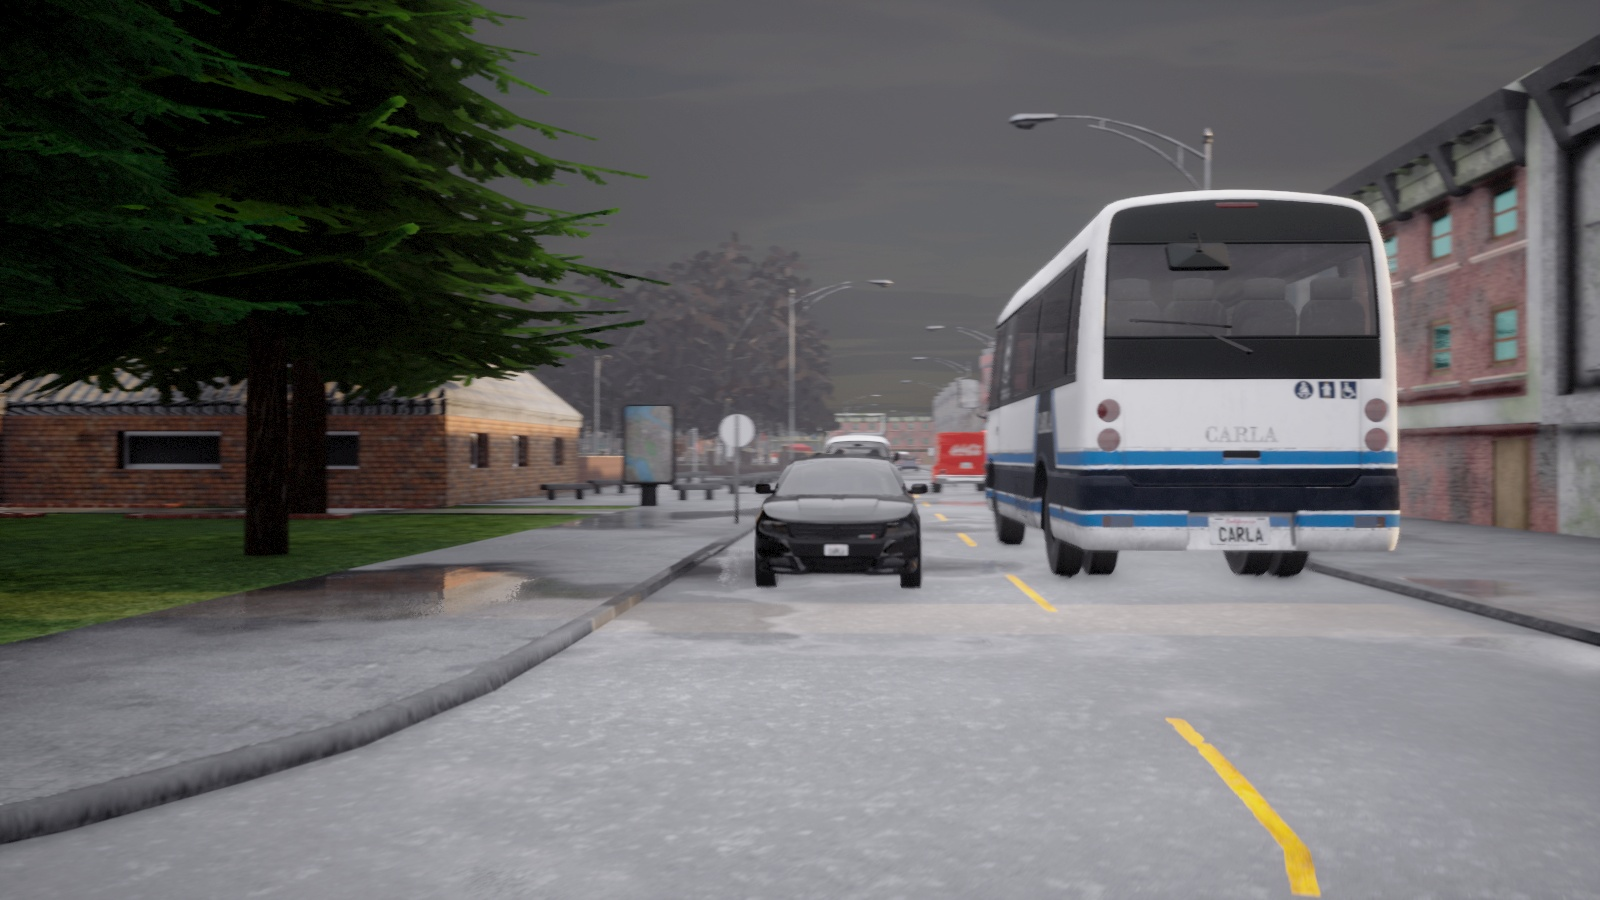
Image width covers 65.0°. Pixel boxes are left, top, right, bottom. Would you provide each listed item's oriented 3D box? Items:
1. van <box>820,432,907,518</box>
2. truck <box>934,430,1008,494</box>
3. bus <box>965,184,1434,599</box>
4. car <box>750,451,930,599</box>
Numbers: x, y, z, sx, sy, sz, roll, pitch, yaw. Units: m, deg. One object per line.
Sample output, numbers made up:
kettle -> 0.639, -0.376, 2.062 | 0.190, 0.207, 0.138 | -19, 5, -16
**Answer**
van -> 1.663, 0.617, 32.148 | 2.069, 2.038, 4.480 | 0, 0, 4
truck -> 6.948, 0.481, 51.599 | 2.627, 2.467, 5.204 | 0, 0, 4
bus -> 4.778, -0.563, 18.098 | 3.944, 4.253, 10.273 | 0, 0, 3
car -> 0.578, 0.795, 15.641 | 1.882, 1.535, 5.008 | 0, 0, 4
